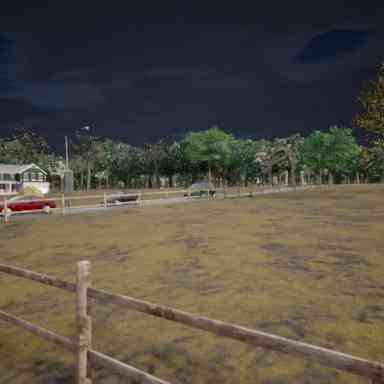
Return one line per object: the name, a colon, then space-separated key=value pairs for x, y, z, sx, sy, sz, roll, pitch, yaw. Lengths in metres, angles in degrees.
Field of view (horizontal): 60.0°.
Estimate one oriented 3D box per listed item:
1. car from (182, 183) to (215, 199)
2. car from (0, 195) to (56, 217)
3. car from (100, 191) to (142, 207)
car: x=0.971 y=-0.174 z=45.759 sx=2.150 sy=2.045 sz=5.566 roll=-3 pitch=1 yaw=36
car: x=-13.191 y=1.023 z=25.912 sx=1.882 sy=1.535 sz=5.008 roll=-3 pitch=1 yaw=35
car: x=-7.258 y=0.658 z=34.225 sx=1.837 sy=1.490 sz=4.892 roll=-3 pitch=1 yaw=36
